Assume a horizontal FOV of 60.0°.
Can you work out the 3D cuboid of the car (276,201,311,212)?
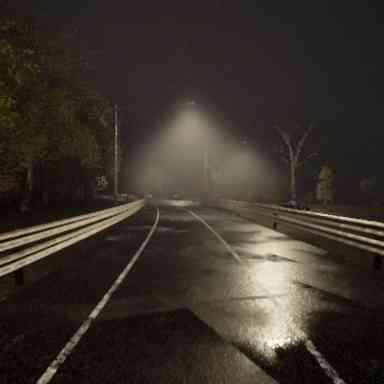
[{"bbox_3d":[12.772,1.798,42.121,1.895,1.301,4.718,0,0,-23],"label":"car"}]

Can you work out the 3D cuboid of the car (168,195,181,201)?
[{"bbox_3d":[-4.376,1.517,82.936,2.033,1.411,5.357,0,0,-23],"label":"car"}]
